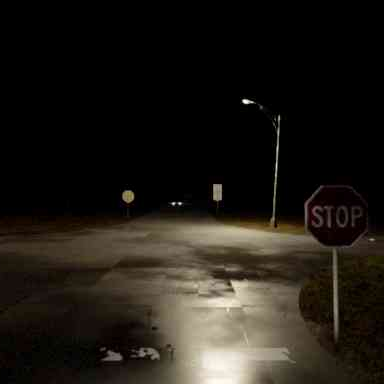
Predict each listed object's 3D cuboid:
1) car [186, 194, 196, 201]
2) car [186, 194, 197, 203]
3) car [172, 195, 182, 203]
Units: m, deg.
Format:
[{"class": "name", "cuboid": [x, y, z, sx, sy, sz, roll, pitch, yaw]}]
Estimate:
[{"class": "car", "cuboid": [-0.153, 1.199, 71.317, 1.994, 1.385, 4.181, 0, 0, 0]}, {"class": "car", "cuboid": [-0.131, 1.366, 61.263, 1.994, 1.385, 4.181, 0, 0, 0]}, {"class": "car", "cuboid": [-2.890, 1.325, 65.470, 2.033, 1.411, 5.357, 0, 0, 0]}]
